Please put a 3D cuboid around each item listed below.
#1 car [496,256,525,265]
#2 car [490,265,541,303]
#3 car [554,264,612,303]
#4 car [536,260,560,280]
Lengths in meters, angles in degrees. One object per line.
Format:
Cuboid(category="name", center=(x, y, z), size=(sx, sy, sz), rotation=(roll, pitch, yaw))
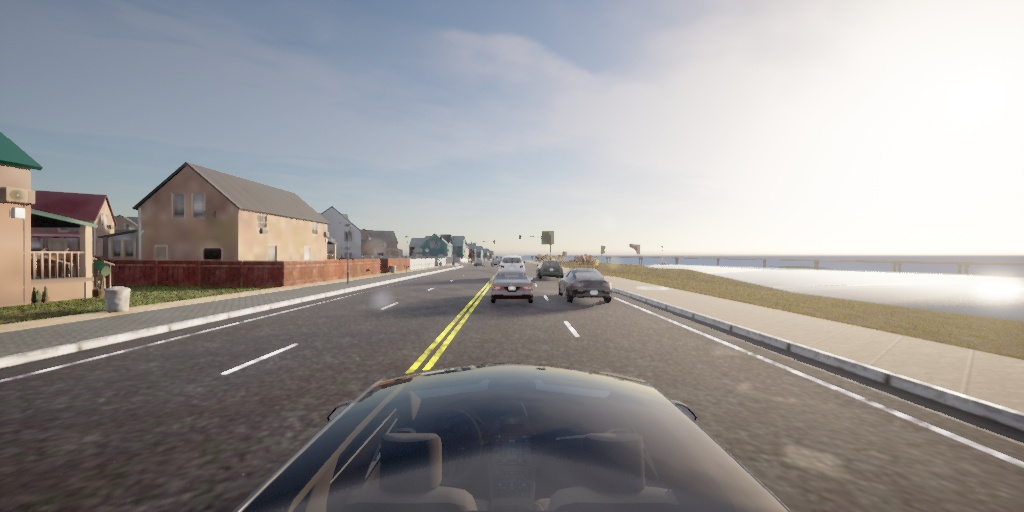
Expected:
Cuboid(category="car", center=(0.000, 1.014, 31.531), size=(2.150, 2.045, 5.566), rotation=(0, 0, 0))
Cuboid(category="car", center=(0.000, 1.313, 16.500), size=(2.033, 1.411, 5.357), rotation=(0, 0, 0))
Cuboid(category="car", center=(3.250, 1.283, 16.500), size=(1.812, 1.442, 4.674), rotation=(0, 0, 0))
Cuboid(category="car", center=(3.250, 1.123, 31.471), size=(2.097, 1.767, 4.553), rotation=(0, 0, 0))
